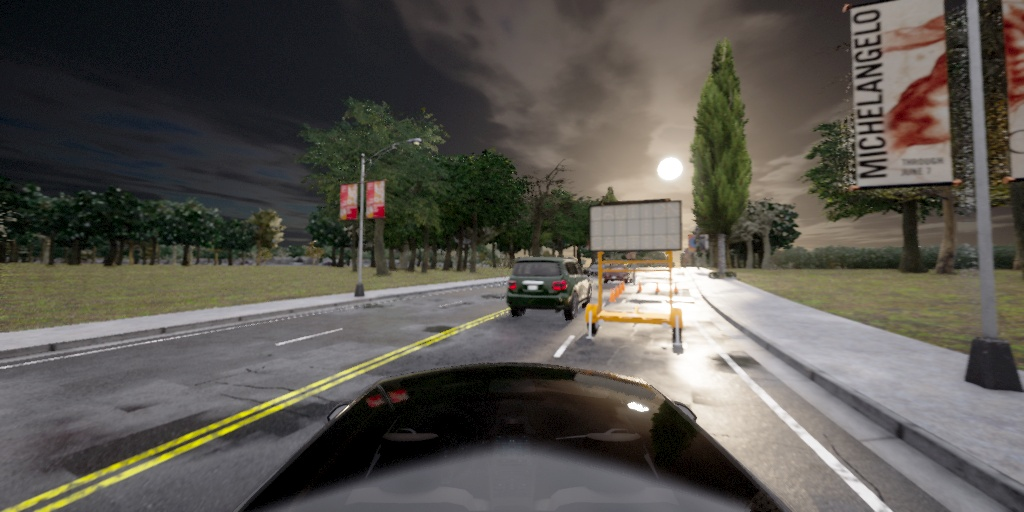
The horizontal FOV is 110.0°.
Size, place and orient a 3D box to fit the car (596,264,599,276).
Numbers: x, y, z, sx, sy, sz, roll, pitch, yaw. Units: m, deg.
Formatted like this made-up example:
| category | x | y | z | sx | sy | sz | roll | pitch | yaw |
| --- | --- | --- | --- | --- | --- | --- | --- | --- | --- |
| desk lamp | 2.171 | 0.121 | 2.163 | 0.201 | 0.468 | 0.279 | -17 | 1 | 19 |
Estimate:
| category | x | y | z | sx | sy | sz | roll | pitch | yaw |
| --- | --- | --- | --- | --- | --- | --- | --- | --- | --- |
| car | 9.607 | 1.637 | 39.742 | 1.837 | 1.490 | 4.892 | -1 | -1 | 25 |

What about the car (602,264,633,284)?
| category | x | y | z | sx | sy | sz | roll | pitch | yaw |
| --- | --- | --- | --- | --- | --- | --- | --- | --- | --- |
| car | 9.054 | 1.537 | 30.445 | 1.812 | 1.442 | 4.674 | -1 | -1 | 25 |

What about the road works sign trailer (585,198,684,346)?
| category | x | y | z | sx | sy | sz | roll | pitch | yaw |
| --- | --- | --- | --- | --- | --- | --- | --- | --- | --- |
| road works sign trailer | 3.396 | 0.278 | 9.895 | 2.380 | 3.560 | 2.880 | 0 | 0 | 22 |

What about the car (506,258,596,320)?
| category | x | y | z | sx | sy | sz | roll | pitch | yaw |
| --- | --- | --- | --- | --- | --- | --- | --- | --- | --- |
| car | 1.591 | 1.085 | 13.552 | 2.150 | 2.045 | 5.566 | -1 | -1 | 21 |

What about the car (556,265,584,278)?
| category | x | y | z | sx | sy | sz | roll | pitch | yaw |
| --- | --- | --- | --- | --- | --- | --- | --- | --- | --- |
| car | 6.740 | 1.741 | 41.279 | 1.994 | 1.385 | 4.181 | -1 | -1 | 25 |
